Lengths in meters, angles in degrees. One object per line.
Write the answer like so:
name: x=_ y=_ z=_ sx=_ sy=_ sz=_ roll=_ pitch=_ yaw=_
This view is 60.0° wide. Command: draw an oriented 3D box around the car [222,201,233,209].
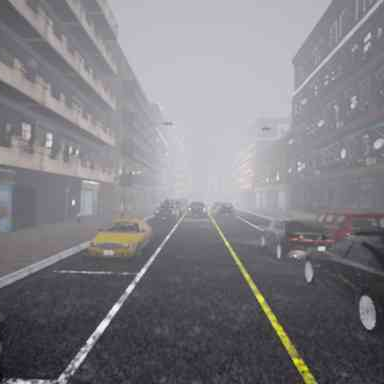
car: x=6.775 y=2.400 z=63.688 sx=1.752 sy=1.417 sz=4.829 roll=2 pitch=-1 yaw=1

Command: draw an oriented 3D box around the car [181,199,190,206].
car: x=-1.395 y=2.331 z=74.950 sx=1.887 sy=1.381 sz=4.507 roll=2 pitch=-1 yaw=1

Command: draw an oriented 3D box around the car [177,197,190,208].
car: x=-1.598 y=1.974 z=63.682 sx=2.192 sy=1.841 sz=5.009 roll=2 pitch=-1 yaw=1

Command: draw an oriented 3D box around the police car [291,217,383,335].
police car: x=3.936 y=1.608 z=7.172 sx=1.930 sy=1.638 sz=5.238 roll=1 pitch=-1 yaw=1

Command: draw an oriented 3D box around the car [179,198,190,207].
car: x=-1.497 y=2.162 z=69.315 sx=1.967 sy=1.590 sz=4.097 roll=2 pitch=-1 yaw=1

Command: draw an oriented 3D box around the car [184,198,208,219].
car: x=0.547 y=1.749 z=34.537 sx=2.097 sy=1.767 sz=4.553 roll=1 pitch=-1 yaw=1

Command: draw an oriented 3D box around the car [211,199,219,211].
car: x=3.792 y=2.103 z=47.799 sx=1.882 sy=1.535 sz=5.008 roll=1 pitch=0 yaw=1

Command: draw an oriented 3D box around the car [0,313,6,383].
car: x=-2.757 y=1.515 z=1.692 sx=1.947 sy=1.339 sz=4.313 roll=2 pitch=-1 yaw=1

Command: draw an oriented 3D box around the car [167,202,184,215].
car: x=-2.025 y=1.985 z=41.139 sx=1.802 sy=1.307 sz=4.206 roll=2 pitch=-1 yaw=1

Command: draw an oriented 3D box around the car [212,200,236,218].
car: x=3.604 y=1.983 z=35.890 sx=2.128 sy=1.511 sz=4.902 roll=1 pitch=-1 yaw=2

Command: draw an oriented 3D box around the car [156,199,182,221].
car: x=-2.231 y=1.715 z=29.871 sx=1.967 sy=1.590 sz=4.097 roll=2 pitch=-1 yaw=1

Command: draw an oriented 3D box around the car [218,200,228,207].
car: x=6.981 y=2.544 z=74.787 sx=1.887 sy=1.381 sz=4.507 roll=2 pitch=-1 yaw=1

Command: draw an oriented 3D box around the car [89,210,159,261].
car: x=-2.550 y=1.604 z=12.794 sx=1.752 sy=1.417 sz=4.829 roll=2 pitch=-1 yaw=1

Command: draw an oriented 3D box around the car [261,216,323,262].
car: x=3.970 y=1.754 z=13.061 sx=1.837 sy=1.490 sz=4.892 roll=1 pitch=-1 yaw=1

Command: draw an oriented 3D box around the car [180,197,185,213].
car: x=-2.122 y=1.654 z=35.507 sx=2.192 sy=1.841 sz=5.009 roll=2 pitch=-1 yaw=1

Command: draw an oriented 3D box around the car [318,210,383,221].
car: x=5.836 y=1.609 z=12.805 sx=2.192 sy=1.841 sz=5.009 roll=2 pitch=-1 yaw=1
